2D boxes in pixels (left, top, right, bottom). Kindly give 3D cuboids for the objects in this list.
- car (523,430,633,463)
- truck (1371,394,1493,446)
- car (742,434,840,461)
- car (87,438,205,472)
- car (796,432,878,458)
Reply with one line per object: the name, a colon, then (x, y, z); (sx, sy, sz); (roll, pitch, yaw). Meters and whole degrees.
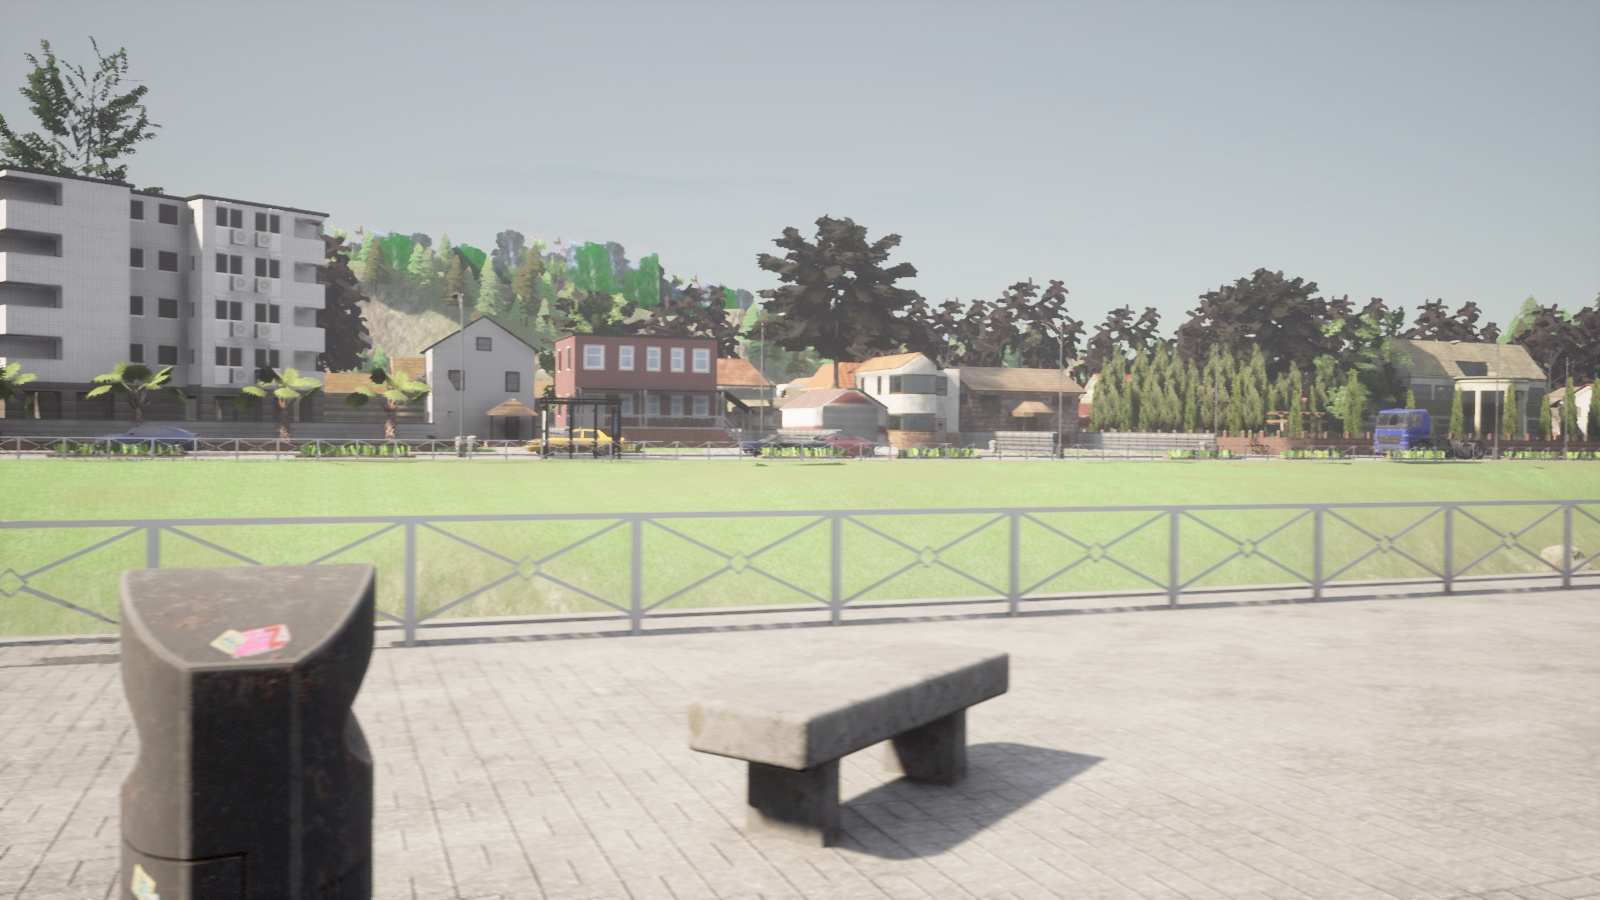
car: (-11.536, -0.202, 65.396); (5.366, 1.575, 1.801); (-1, 1, -21)
truck: (43.403, -2.056, 86.229); (7.936, 3.462, 2.891); (-1, 1, -21)
car: (-0.493, -0.159, 65.310); (4.718, 1.301, 1.895); (-1, 1, -21)
car: (-30.274, 0.203, 58.289); (4.674, 1.442, 1.812); (-1, 1, -21)
car: (2.075, -0.309, 70.562); (4.181, 1.385, 1.994); (-1, 1, -21)
